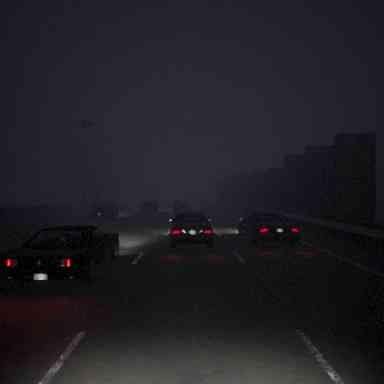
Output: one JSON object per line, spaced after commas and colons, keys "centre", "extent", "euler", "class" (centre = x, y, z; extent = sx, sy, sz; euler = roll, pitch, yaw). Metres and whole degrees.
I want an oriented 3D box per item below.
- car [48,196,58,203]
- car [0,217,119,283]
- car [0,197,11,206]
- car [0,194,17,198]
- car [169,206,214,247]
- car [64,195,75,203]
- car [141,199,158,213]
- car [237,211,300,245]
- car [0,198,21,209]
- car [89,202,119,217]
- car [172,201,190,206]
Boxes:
{"centre": [-31.676, 1.631, 76.009], "extent": [1.882, 1.535, 5.008], "euler": [0, 0, -19], "class": "car"}
{"centre": [-3.452, 1.632, 9.732], "extent": [1.895, 1.301, 4.718], "euler": [0, 0, -1], "class": "car"}
{"centre": [-33.696, 1.719, 59.033], "extent": [1.812, 1.442, 4.674], "euler": [0, 0, -14], "class": "car"}
{"centre": [-28.087, 1.391, 50.083], "extent": [2.150, 2.045, 5.566], "euler": [0, 0, -10], "class": "car"}
{"centre": [-0.069, 1.591, 15.168], "extent": [2.033, 1.411, 5.357], "euler": [0, 0, -2], "class": "car"}
{"centre": [-26.832, 1.557, 72.747], "extent": [2.097, 1.767, 4.553], "euler": [0, 0, -18], "class": "car"}
{"centre": [-4.922, 1.606, 38.484], "extent": [2.128, 1.511, 4.902], "euler": [0, 0, -7], "class": "car"}
{"centre": [3.437, 1.589, 15.801], "extent": [2.033, 1.411, 5.357], "euler": [0, 0, -2], "class": "car"}
{"centre": [-18.461, 1.637, 32.550], "extent": [1.812, 1.442, 4.674], "euler": [0, 0, -3], "class": "car"}
{"centre": [-7.644, 1.583, 29.223], "extent": [2.128, 1.511, 4.902], "euler": [0, 0, -4], "class": "car"}
{"centre": [-1.337, 1.713, 38.953], "extent": [1.895, 1.301, 4.718], "euler": [0, 0, -6], "class": "car"}
